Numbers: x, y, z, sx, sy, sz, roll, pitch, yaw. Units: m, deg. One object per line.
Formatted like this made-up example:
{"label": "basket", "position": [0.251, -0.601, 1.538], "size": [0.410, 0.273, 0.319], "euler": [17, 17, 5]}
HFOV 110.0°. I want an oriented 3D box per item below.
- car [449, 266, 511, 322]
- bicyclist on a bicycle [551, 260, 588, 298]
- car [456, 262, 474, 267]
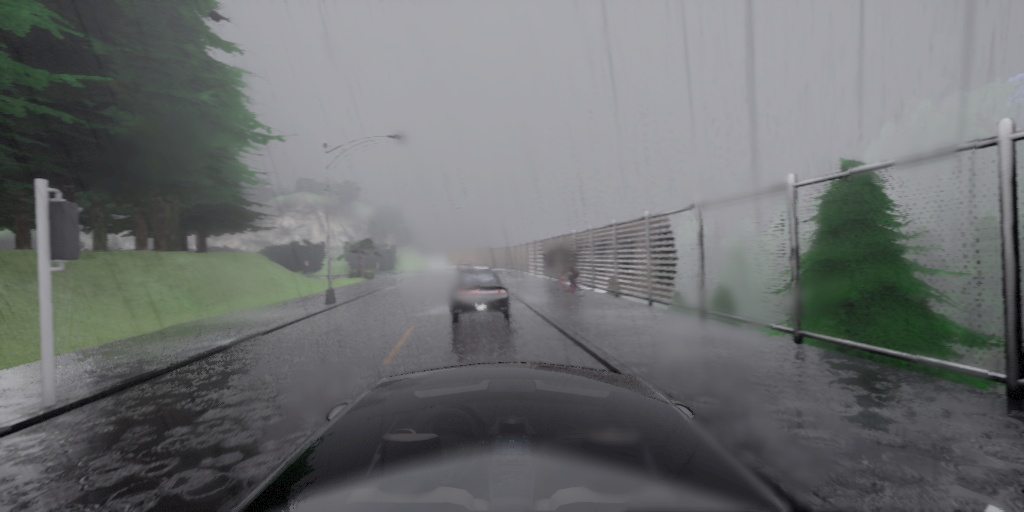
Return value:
{"label": "car", "position": [-1.180, 1.282, 12.713], "size": [2.128, 1.511, 4.902], "euler": [-2, 0, -8]}
{"label": "bicyclist on a bicycle", "position": [2.486, 1.009, 15.575], "size": [1.656, 1.620, 0.582], "euler": [-1, 0, -8]}
{"label": "car", "position": [-5.247, 1.425, 40.713], "size": [2.128, 1.511, 4.902], "euler": [-2, 0, -12]}
